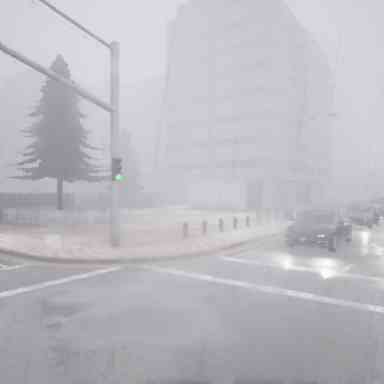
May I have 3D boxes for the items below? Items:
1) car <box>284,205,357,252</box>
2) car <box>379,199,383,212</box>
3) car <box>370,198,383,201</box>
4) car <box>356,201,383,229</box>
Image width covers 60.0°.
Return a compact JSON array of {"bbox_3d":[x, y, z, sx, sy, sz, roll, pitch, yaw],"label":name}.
[{"bbox_3d":[5.488,1.503,14.218,1.837,1.490,4.892,0,0,36],"label":"car"},{"bbox_3d":[22.850,1.523,38.163,1.812,1.442,4.674,0,0,37],"label":"car"},{"bbox_3d":[16.792,1.349,29.850,2.097,1.767,4.553,0,0,36],"label":"car"},{"bbox_3d":[11.195,1.545,22.113,2.033,1.411,5.357,0,0,36],"label":"car"}]
